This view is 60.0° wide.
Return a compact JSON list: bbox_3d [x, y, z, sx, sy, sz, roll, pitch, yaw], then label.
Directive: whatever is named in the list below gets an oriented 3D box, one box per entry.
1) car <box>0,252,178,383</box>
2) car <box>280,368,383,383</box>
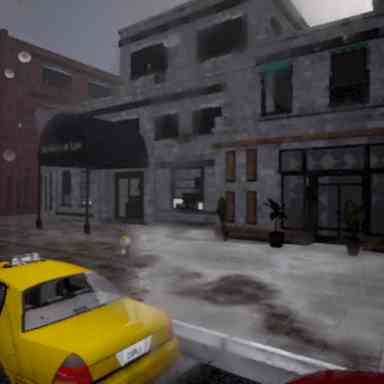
[{"bbox_3d":[-2.444,1.527,4.608,4.829,1.417,1.752,0,1,35],"label":"car"},{"bbox_3d":[2.215,1.582,1.292,4.206,1.307,1.802,0,1,35],"label":"car"}]
